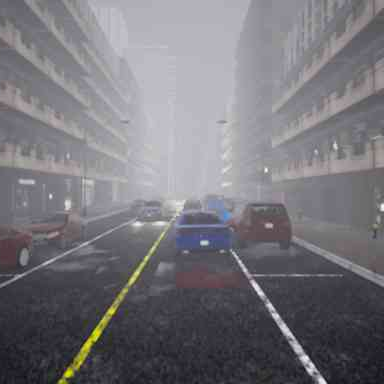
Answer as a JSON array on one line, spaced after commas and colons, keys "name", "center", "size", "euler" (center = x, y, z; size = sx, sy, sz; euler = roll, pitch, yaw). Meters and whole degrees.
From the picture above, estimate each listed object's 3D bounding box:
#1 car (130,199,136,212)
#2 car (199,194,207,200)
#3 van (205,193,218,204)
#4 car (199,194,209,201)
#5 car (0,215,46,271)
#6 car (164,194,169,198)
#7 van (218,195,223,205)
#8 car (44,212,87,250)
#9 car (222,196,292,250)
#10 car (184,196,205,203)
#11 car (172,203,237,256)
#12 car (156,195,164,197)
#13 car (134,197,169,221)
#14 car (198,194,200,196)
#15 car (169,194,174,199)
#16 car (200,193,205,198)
[{"name": "car", "center": [-5.687, 1.388, 36.749], "size": [1.887, 1.381, 4.507], "euler": [0, 0, 0]}, {"name": "car", "center": [2.694, 1.217, 82.210], "size": [2.008, 1.369, 4.403], "euler": [0, 0, 0]}, {"name": "van", "center": [2.694, 1.184, 36.750], "size": [1.690, 1.788, 3.998], "euler": [0, 0, 0]}, {"name": "car", "center": [2.694, 1.238, 76.527], "size": [2.008, 1.369, 4.403], "euler": [0, 0, 0]}, {"name": "car", "center": [-5.686, 1.507, 8.337], "size": [1.887, 1.381, 4.507], "euler": [0, 0, 0]}, {"name": "car", "center": [-5.686, 1.192, 59.477], "size": [1.967, 1.590, 4.097], "euler": [0, 0, 0]}, {"name": "van", "center": [2.694, 1.255, 19.703], "size": [1.690, 1.788, 3.998], "euler": [0, 0, 0]}, {"name": "car", "center": [-5.687, 1.520, 14.020], "size": [1.802, 1.307, 4.206], "euler": [0, 0, 0]}, {"name": "car", "center": [2.694, 1.253, 14.021], "size": [2.192, 1.841, 5.009], "euler": [0, 0, 0]}, {"name": "car", "center": [0.102, 1.446, 36.146], "size": [1.895, 1.301, 4.718], "euler": [0, 0, 0]}, {"name": "car", "center": [0.256, 1.421, 12.848], "size": [1.882, 1.535, 5.008], "euler": [0, 0, -3]}, {"name": "car", "center": [-5.687, 1.348, 48.114], "size": [2.008, 1.369, 4.403], "euler": [0, 0, 0]}, {"name": "car", "center": [-3.098, 1.412, 26.347], "size": [1.812, 1.442, 4.674], "euler": [0, 0, 0]}, {"name": "car", "center": [0.103, 1.362, 57.055], "size": [1.895, 1.301, 4.718], "euler": [0, 0, 0]}, {"name": "car", "center": [-5.686, 1.197, 87.890], "size": [2.008, 1.369, 4.403], "euler": [0, 0, 0]}, {"name": "car", "center": [2.694, 1.112, 48.114], "size": [2.192, 1.841, 5.009], "euler": [0, 0, 0]}]
